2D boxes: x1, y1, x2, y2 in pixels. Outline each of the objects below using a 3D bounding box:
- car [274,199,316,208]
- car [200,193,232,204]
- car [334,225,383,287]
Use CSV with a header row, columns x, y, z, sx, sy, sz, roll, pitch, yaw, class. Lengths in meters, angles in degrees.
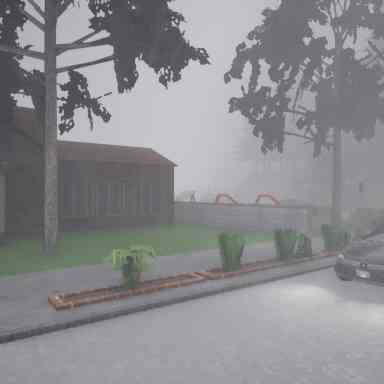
x,y,z,sx,sy,sz,roll,pitch,yaw,class
11.263,1.505,36.361,1.837,1.490,4.892,0,0,-35,car
3.317,1.222,47.542,2.150,2.045,5.566,0,0,-36,car
5.627,1.526,8.595,4.674,1.442,1.812,0,0,-35,car
